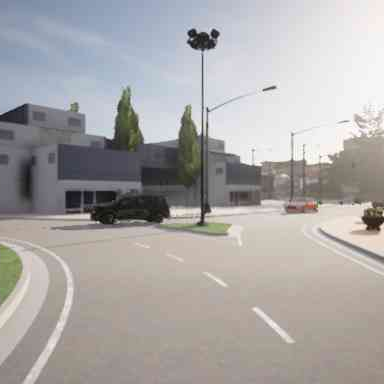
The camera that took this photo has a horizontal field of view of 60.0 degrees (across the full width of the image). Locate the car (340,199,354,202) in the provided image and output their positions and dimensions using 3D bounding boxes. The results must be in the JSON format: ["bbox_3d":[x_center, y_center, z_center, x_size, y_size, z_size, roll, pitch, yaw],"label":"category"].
[{"bbox_3d":[22.865,1.215,47.669,2.033,1.411,5.357,0,0,43],"label":"car"}]

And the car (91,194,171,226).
[{"bbox_3d":[-4.225,1.192,23.396,5.566,2.045,2.150,0,1,-21],"label":"car"}]

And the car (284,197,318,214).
[{"bbox_3d":[11.802,1.354,35.959,2.097,1.767,4.553,0,0,43],"label":"car"}]

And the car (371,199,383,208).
[{"bbox_3d":[26.527,1.632,46.319,1.895,1.301,4.718,0,0,43],"label":"car"}]
